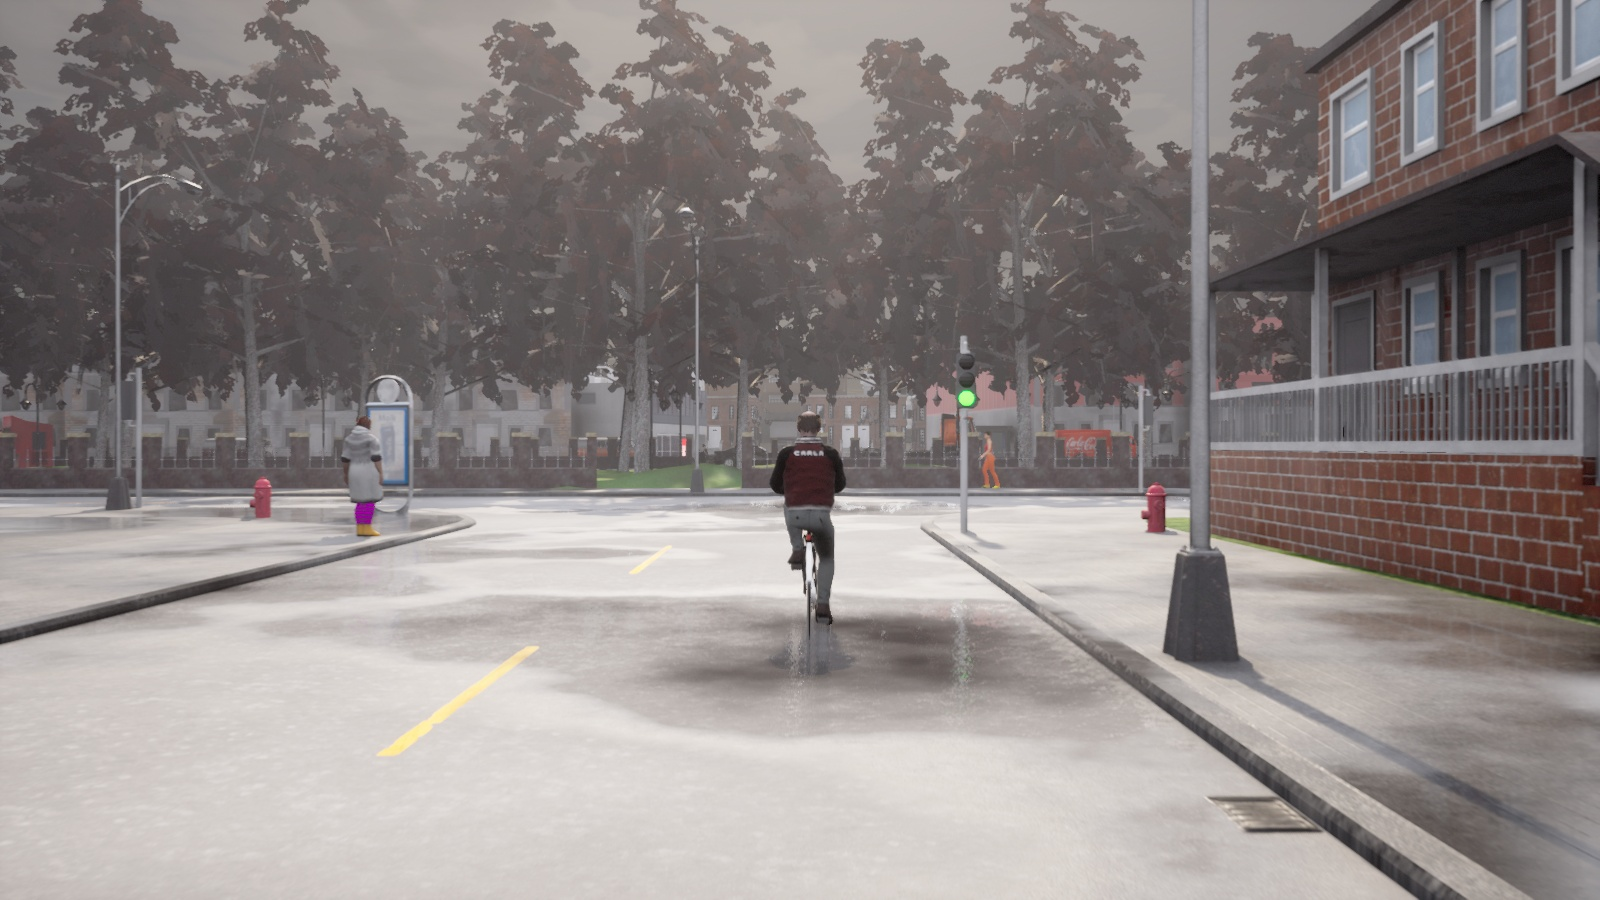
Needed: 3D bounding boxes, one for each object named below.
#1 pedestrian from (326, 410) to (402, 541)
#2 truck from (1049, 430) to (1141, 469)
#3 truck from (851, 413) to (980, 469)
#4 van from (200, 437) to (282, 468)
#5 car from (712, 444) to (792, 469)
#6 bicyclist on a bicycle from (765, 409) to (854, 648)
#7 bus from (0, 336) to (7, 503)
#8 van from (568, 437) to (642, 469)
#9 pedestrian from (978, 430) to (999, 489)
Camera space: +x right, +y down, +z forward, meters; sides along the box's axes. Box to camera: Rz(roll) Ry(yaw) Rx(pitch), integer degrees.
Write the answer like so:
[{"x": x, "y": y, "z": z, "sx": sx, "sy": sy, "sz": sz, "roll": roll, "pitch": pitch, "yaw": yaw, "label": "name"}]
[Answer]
[{"x": -6.637, "y": 0.375, "z": 19.144, "sx": 0.659, "sy": 1.952, "sz": 0.873, "roll": 0, "pitch": 0, "yaw": 28, "label": "pedestrian"}, {"x": 18.656, "y": -0.040, "z": 79.517, "sx": 5.204, "sy": 2.467, "sz": 2.627, "roll": 0, "pitch": 0, "yaw": 0, "label": "truck"}, {"x": 7.247, "y": -0.545, "z": 79.569, "sx": 7.936, "sy": 3.462, "sz": 2.891, "roll": 0, "pitch": 0, "yaw": 0, "label": "truck"}, {"x": -35.466, "y": 0.155, "z": 79.746, "sx": 4.442, "sy": 1.987, "sz": 1.775, "roll": 0, "pitch": 0, "yaw": 0, "label": "van"}, {"x": -3.024, "y": 0.406, "z": 79.622, "sx": 5.008, "sy": 1.535, "sz": 1.882, "roll": 0, "pitch": 0, "yaw": 0, "label": "car"}, {"x": 0.073, "y": 0.577, "z": 10.223, "sx": 0.659, "sy": 1.776, "sz": 1.843, "roll": 0, "pitch": 0, "yaw": 0, "label": "bicyclist on a bicycle"}, {"x": -25.582, "y": -0.771, "z": 30.437, "sx": 10.273, "sy": 4.253, "sz": 3.944, "roll": 0, "pitch": 0, "yaw": 1, "label": "bus"}, {"x": -12.354, "y": 0.170, "z": 79.665, "sx": 4.442, "sy": 1.987, "sz": 1.775, "roll": 0, "pitch": 0, "yaw": 0, "label": "van"}, {"x": 5.948, "y": 0.304, "z": 39.641, "sx": 0.594, "sy": 1.836, "sz": 0.345, "roll": 0, "pitch": 0, "yaw": 0, "label": "pedestrian"}]
